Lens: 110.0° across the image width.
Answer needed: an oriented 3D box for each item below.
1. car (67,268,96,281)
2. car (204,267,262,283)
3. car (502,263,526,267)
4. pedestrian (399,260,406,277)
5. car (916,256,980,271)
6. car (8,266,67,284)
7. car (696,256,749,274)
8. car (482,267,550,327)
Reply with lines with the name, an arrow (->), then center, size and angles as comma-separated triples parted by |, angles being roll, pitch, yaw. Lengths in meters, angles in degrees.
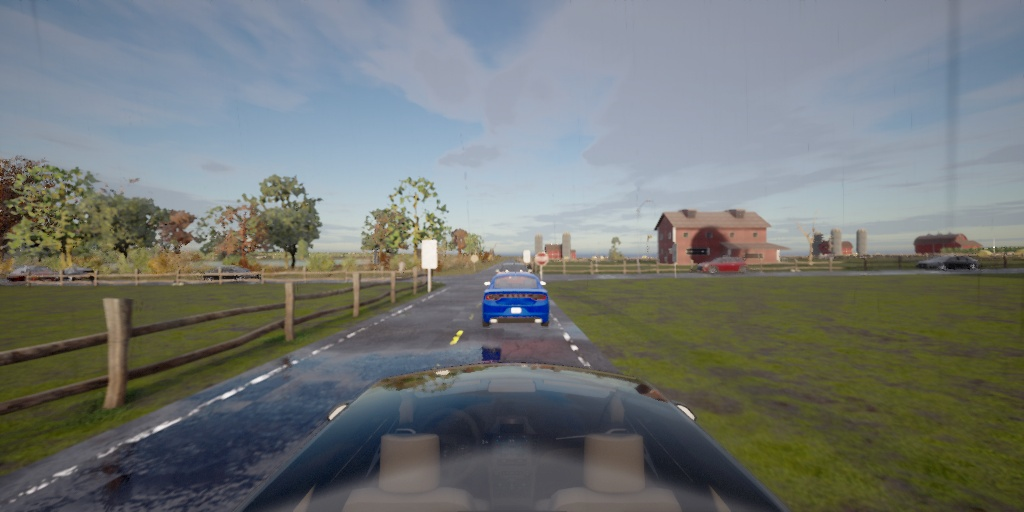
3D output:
car -> -47.917, 2.046, 39.448 | 4.892, 1.490, 1.837 | -1, 0, 19
car -> -26.199, 1.755, 33.834 | 4.892, 1.490, 1.837 | -1, 0, 1
car -> 0.106, 1.187, 20.817 | 2.097, 1.767, 4.553 | 0, 0, 0
pedestrian -> -12.147, 1.336, 39.613 | 0.375, 1.860, 0.375 | 0, 1, 0
car -> 43.800, 0.734, 36.089 | 4.892, 1.490, 1.837 | 0, 0, 1
car -> -48.722, 1.903, 36.653 | 4.553, 1.767, 2.097 | -1, 0, 16
car -> 21.229, 0.920, 36.319 | 4.553, 1.767, 2.097 | -1, 0, 0
car -> 0.103, 1.272, 11.703 | 1.882, 1.535, 5.008 | 0, -1, 0
